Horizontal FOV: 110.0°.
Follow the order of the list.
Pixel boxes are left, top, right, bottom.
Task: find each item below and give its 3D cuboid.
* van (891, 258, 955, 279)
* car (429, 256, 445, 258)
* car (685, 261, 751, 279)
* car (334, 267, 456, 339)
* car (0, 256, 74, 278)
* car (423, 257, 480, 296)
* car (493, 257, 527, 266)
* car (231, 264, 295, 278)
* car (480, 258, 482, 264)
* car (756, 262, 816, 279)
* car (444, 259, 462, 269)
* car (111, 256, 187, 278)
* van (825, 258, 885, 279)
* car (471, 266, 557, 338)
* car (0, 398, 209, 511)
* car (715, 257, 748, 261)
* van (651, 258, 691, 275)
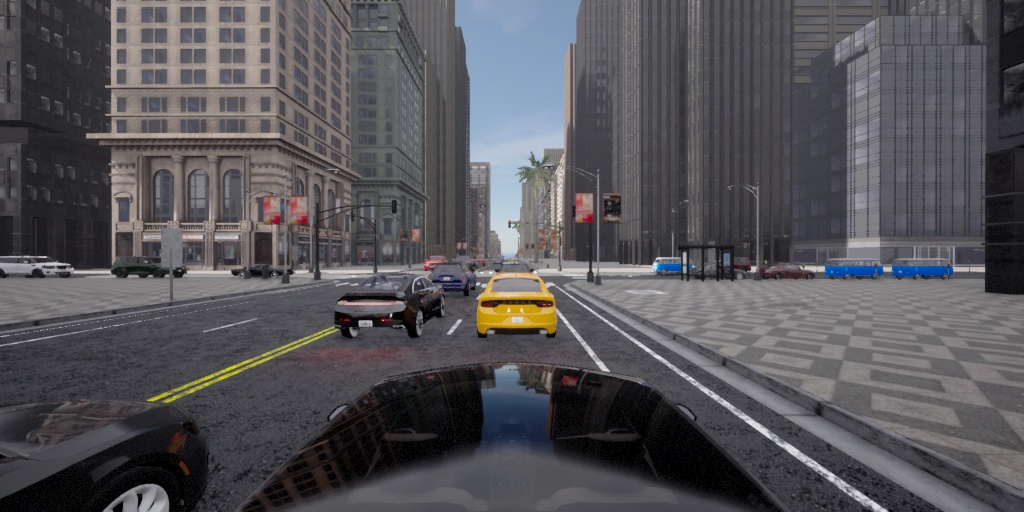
[{"bbox_3d":[34.144,1.079,29.827,3.998,1.789,1.690,0,0,0],"label":"van"},{"bbox_3d":[-9.782,0.975,46.277,2.150,2.045,5.566,0,0,0],"label":"car"},{"bbox_3d":[17.112,1.299,29.846,4.403,1.370,2.007,0,0,0],"label":"car"},{"bbox_3d":[-3.139,1.241,10.139,2.128,1.511,4.902,0,0,0],"label":"car"},{"bbox_3d":[-43.723,1.021,32.744,5.566,2.045,2.150,0,0,0],"label":"car"},{"bbox_3d":[-3.124,1.102,19.278,2.097,1.767,4.553,0,0,0],"label":"car"},{"bbox_3d":[0.126,1.102,19.302,2.097,1.767,4.553,0,0,0],"label":"car"},{"bbox_3d":[-22.543,1.375,32.601,4.718,1.301,1.895,0,0,0],"label":"car"},{"bbox_3d":[-6.502,1.354,58.577,1.895,1.301,4.718,0,0,0],"label":"car"},{"bbox_3d":[22.790,1.326,29.839,4.207,1.307,1.802,0,0,0],"label":"car"},{"bbox_3d":[-9.744,1.246,59.560,2.128,1.511,4.902,0,0,0],"label":"car"},{"bbox_3d":[-33.016,1.008,32.671,5.566,2.045,2.150,0,0,0],"label":"car"},{"bbox_3d":[28.467,1.082,29.833,3.998,1.789,1.690,0,0,0],"label":"van"},{"bbox_3d":[0.110,1.227,10.229,1.882,1.535,5.008,0,0,0],"label":"car"},{"bbox_3d":[-3.151,1.255,0.623,1.837,1.490,4.892,0,0,0],"label":"car"},{"bbox_3d":[22.798,1.035,38.364,5.009,1.841,2.192,0,0,0],"label":"car"},{"bbox_3d":[17.120,1.065,38.371,3.998,1.789,1.690,0,0,0],"label":"van"}]
